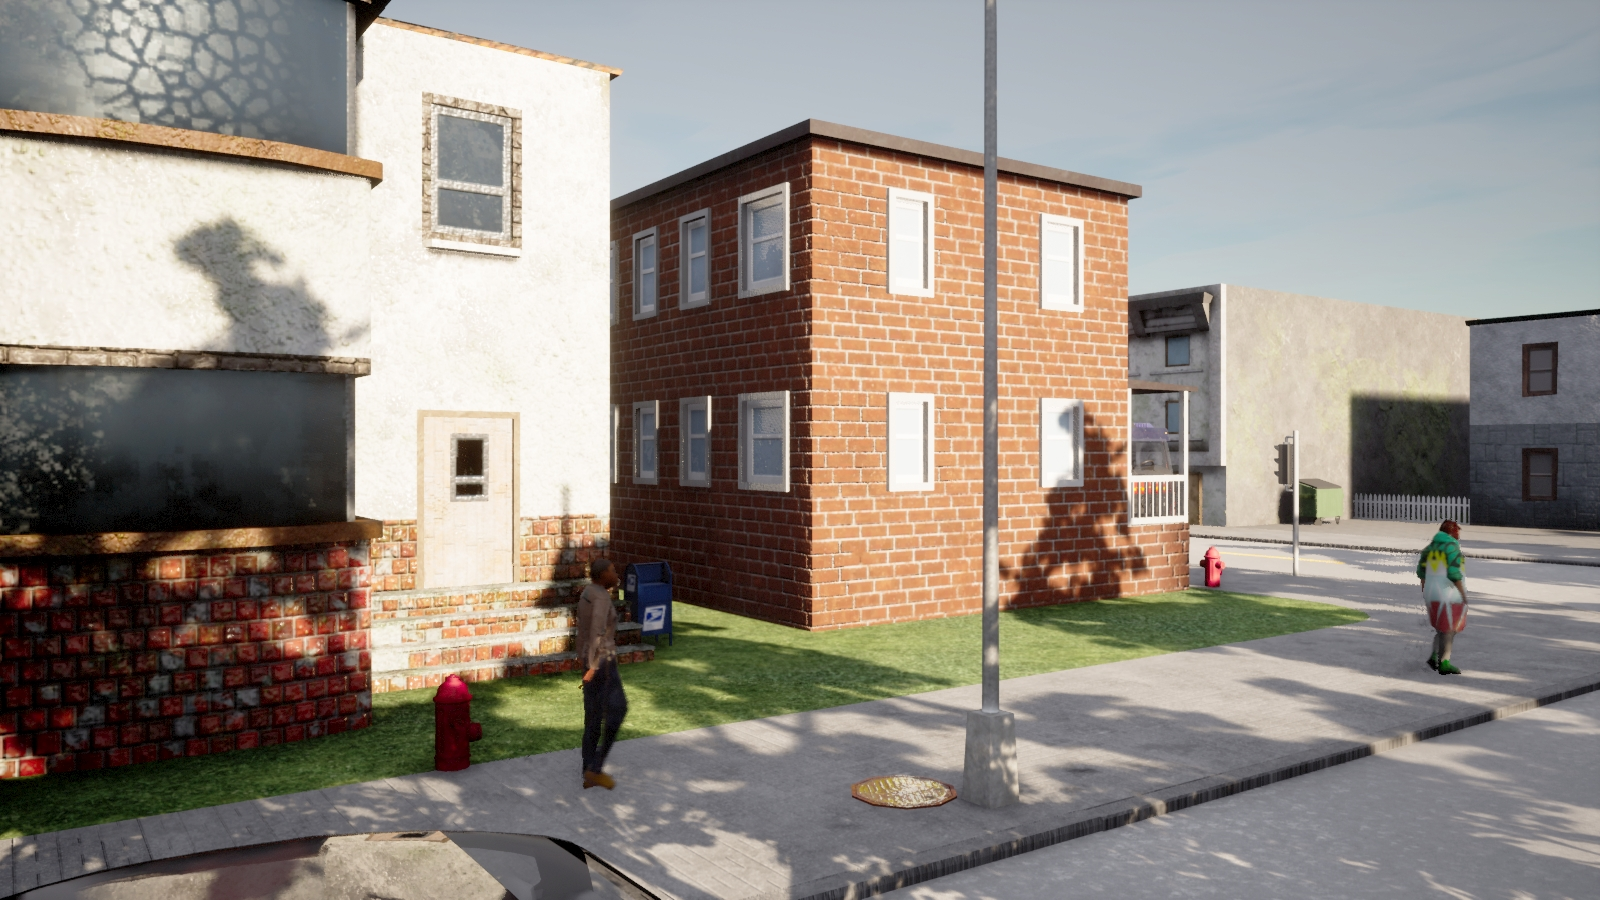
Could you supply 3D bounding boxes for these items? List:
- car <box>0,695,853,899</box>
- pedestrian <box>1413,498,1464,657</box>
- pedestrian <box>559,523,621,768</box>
[{"bbox_3d":[-1.878,1.806,3.034,3.705,1.549,1.789,0,0,-35],"label":"car"},{"bbox_3d":[7.656,1.516,13.700,0.375,1.860,0.375,0,0,-12],"label":"pedestrian"},{"bbox_3d":[-1.667,1.524,9.063,0.375,1.860,0.375,0,0,-31],"label":"pedestrian"}]
